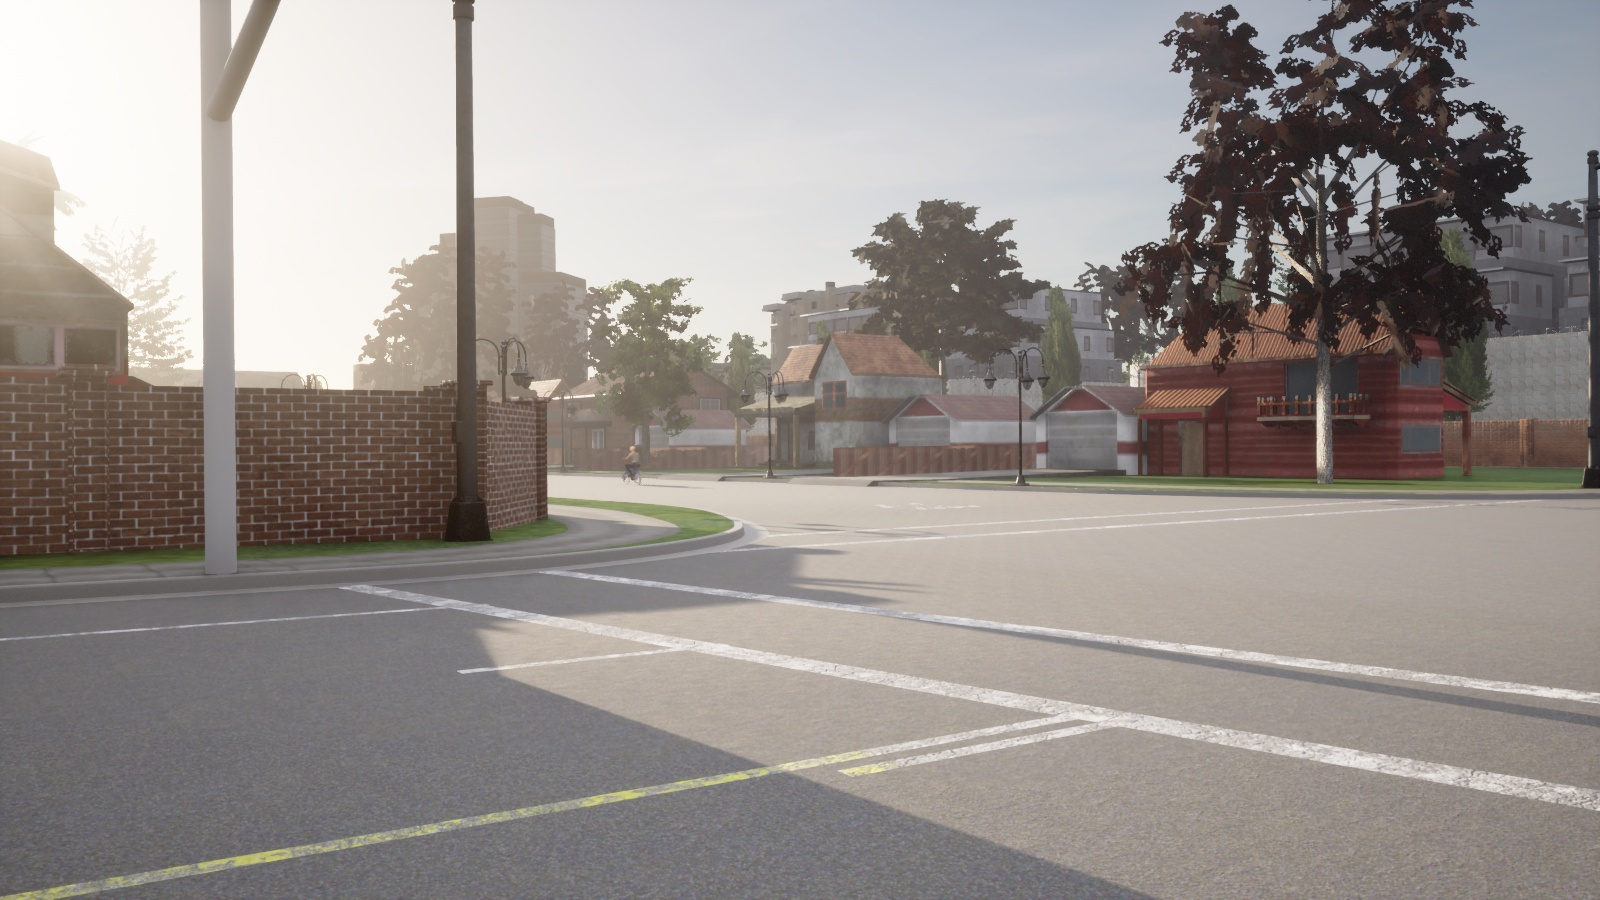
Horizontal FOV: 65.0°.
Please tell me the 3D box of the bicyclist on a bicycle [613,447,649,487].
[{"bbox_3d":[-7.005,0.681,51.995,0.866,1.612,1.509,-1,0,-36],"label":"bicyclist on a bicycle"}]
